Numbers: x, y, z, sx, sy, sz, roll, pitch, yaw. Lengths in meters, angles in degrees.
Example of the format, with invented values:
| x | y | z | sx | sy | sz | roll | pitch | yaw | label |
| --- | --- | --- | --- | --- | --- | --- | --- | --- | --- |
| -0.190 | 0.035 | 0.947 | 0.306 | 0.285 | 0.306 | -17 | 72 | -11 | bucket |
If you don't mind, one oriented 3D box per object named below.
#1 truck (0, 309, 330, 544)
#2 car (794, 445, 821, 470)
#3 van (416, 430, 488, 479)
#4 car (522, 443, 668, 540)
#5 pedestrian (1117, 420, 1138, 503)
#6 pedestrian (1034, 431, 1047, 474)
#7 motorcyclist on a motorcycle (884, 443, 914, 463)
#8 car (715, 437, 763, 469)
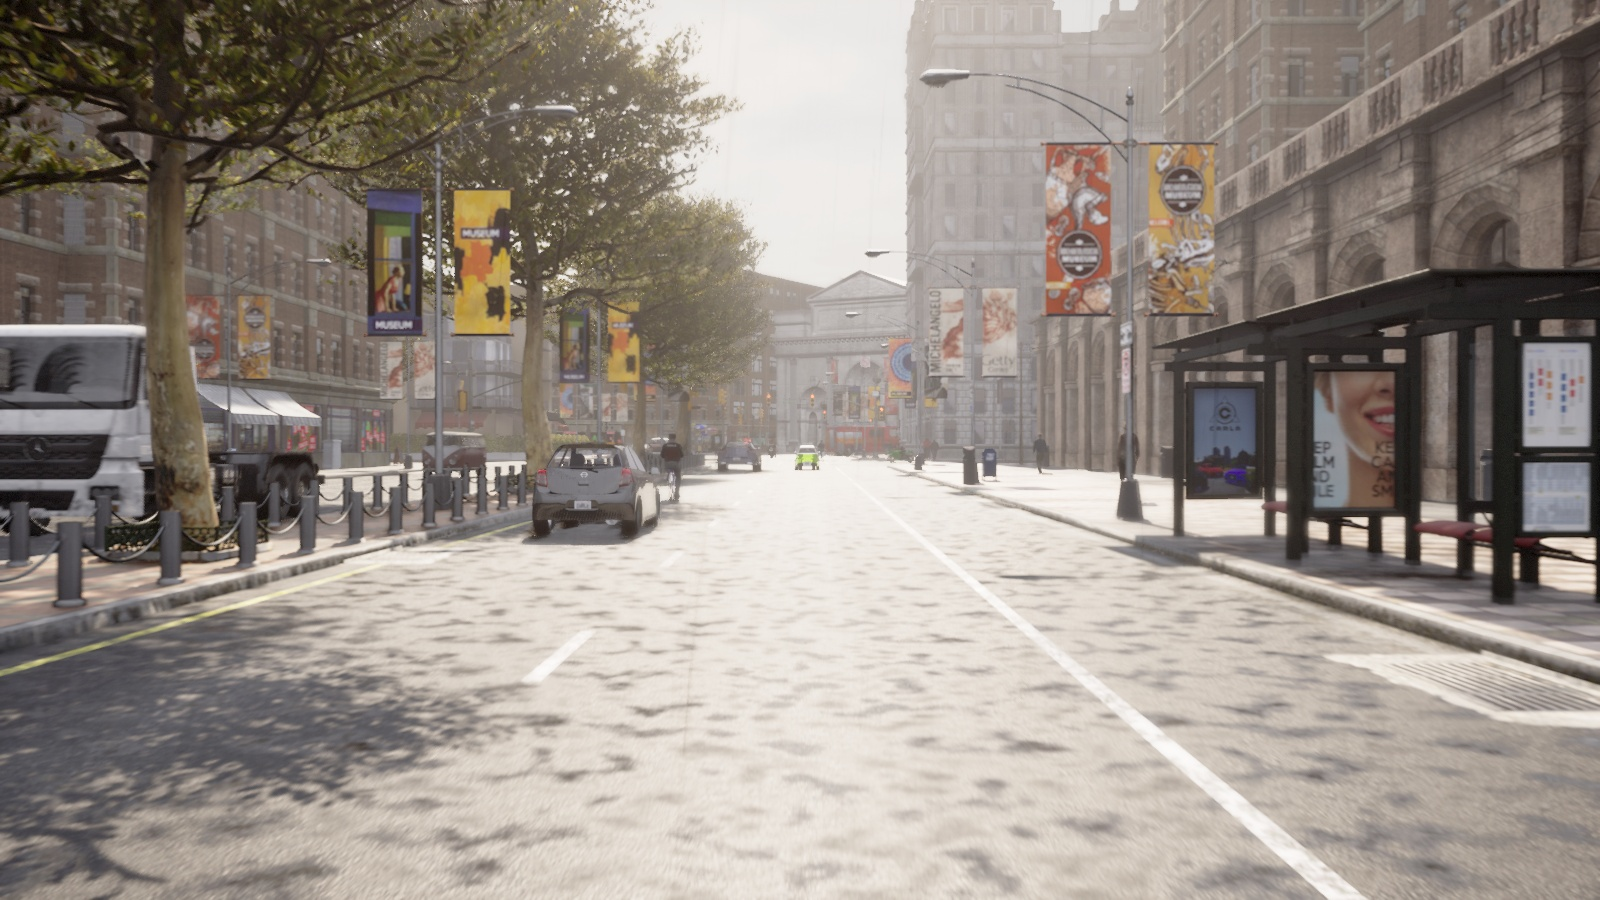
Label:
| x | y | z | sx | sy | sz | roll | pitch | yaw | label |
| --- | --- | --- | --- | --- | --- | --- | --- | --- | --- |
| -11.357 | -0.371 | 22.480 | 2.891 | 3.462 | 7.936 | 0 | 0 | 0 | truck |
| 0.398 | 0.410 | 69.420 | 1.481 | 1.376 | 2.207 | 0 | 1 | 1 | car |
| -14.683 | 0.187 | 53.227 | 1.775 | 1.987 | 4.442 | 0 | 0 | 0 | van |
| -3.364 | 0.638 | 21.251 | 1.845 | 1.501 | 3.633 | 0 | 0 | 0 | car |
| 7.319 | 0.251 | 28.090 | 0.331 | 1.846 | 0.634 | 0 | 0 | 3 | pedestrian |
| 10.367 | 0.107 | 54.093 | 0.402 | 1.842 | 0.726 | 0 | 0 | 0 | pedestrian |
| 7.307 | 0.213 | 92.588 | 2.044 | 1.523 | 0.797 | 0 | 1 | -11 | motorcyclist on a motorcycle |
| -3.185 | 0.148 | 66.508 | 2.152 | 1.651 | 5.027 | 0 | 0 | 1 | car |
